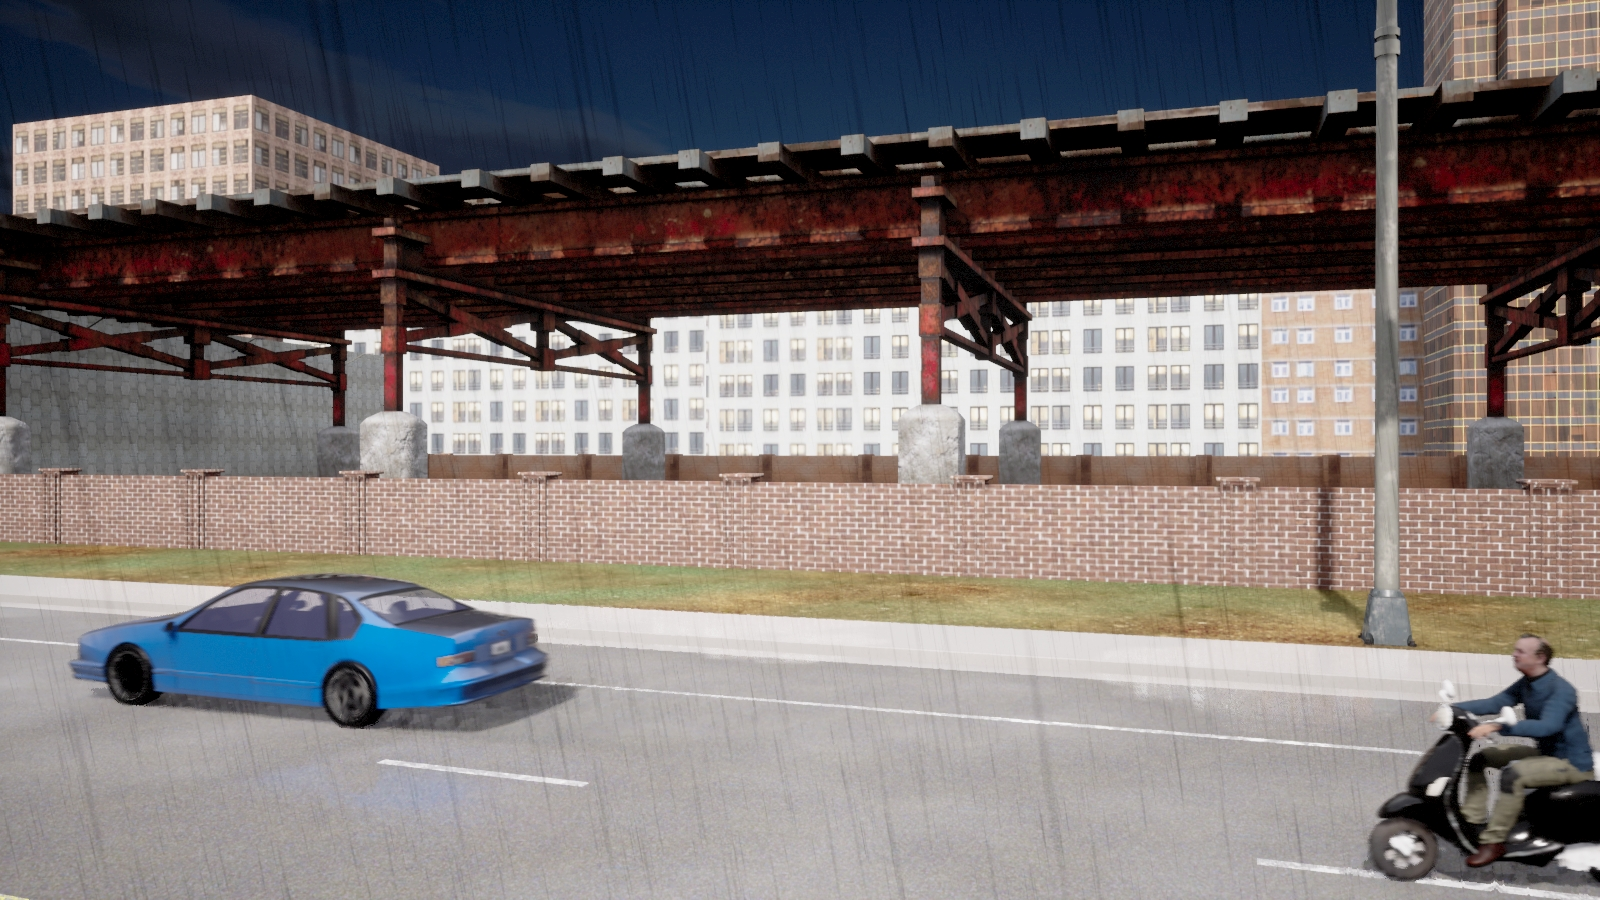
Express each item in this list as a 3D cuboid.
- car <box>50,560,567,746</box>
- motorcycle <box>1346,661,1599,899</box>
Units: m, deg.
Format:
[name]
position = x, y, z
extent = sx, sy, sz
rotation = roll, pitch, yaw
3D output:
[car]
position = -5.467, 2.106, 12.731
extent = 5.357, 1.411, 2.033
rotation = 0, 0, 20
[motorcycle]
position = 4.619, 2.129, 7.364
extent = 1.805, 1.341, 0.856
rotation = 0, 0, 6
